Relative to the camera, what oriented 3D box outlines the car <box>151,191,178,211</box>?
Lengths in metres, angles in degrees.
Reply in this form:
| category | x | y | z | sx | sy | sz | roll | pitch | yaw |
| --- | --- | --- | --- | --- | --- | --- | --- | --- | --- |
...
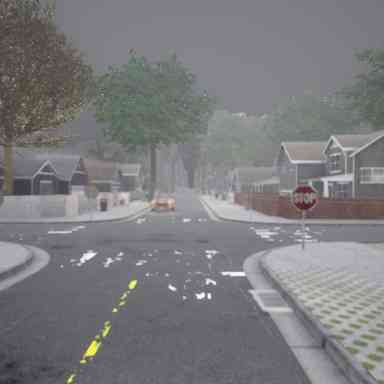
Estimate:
| category | x | y | z | sx | sy | sz | roll | pitch | yaw |
| --- | --- | --- | --- | --- | --- | --- | --- | --- | --- |
| car | -2.757 | 0.883 | 32.441 | 2.097 | 1.767 | 4.553 | 0 | 0 | 0 |
